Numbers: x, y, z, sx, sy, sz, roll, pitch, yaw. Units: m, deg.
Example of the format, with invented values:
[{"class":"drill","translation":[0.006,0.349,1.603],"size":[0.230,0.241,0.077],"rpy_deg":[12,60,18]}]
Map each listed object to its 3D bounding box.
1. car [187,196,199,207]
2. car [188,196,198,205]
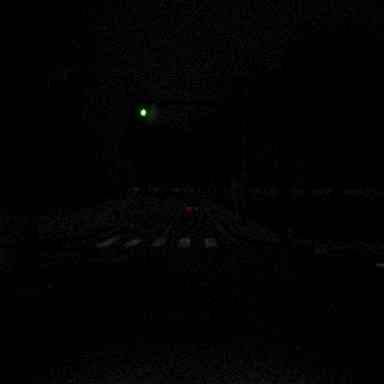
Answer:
[{"class":"car","translation":[0.165,1.555,52.324],"size":[2.128,1.511,4.902],"rpy_deg":[0,0,0]},{"class":"car","translation":[0.172,1.550,62.743],"size":[1.882,1.535,5.008],"rpy_deg":[0,0,0]}]
